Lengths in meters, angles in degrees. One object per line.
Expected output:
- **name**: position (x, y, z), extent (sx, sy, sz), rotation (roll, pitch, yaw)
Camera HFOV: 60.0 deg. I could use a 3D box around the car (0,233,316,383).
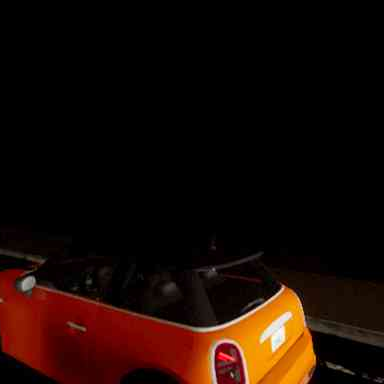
- **car**: position (-0.946, 1.325, 4.251), extent (4.553, 1.767, 2.097), rotation (1, 0, 36)
